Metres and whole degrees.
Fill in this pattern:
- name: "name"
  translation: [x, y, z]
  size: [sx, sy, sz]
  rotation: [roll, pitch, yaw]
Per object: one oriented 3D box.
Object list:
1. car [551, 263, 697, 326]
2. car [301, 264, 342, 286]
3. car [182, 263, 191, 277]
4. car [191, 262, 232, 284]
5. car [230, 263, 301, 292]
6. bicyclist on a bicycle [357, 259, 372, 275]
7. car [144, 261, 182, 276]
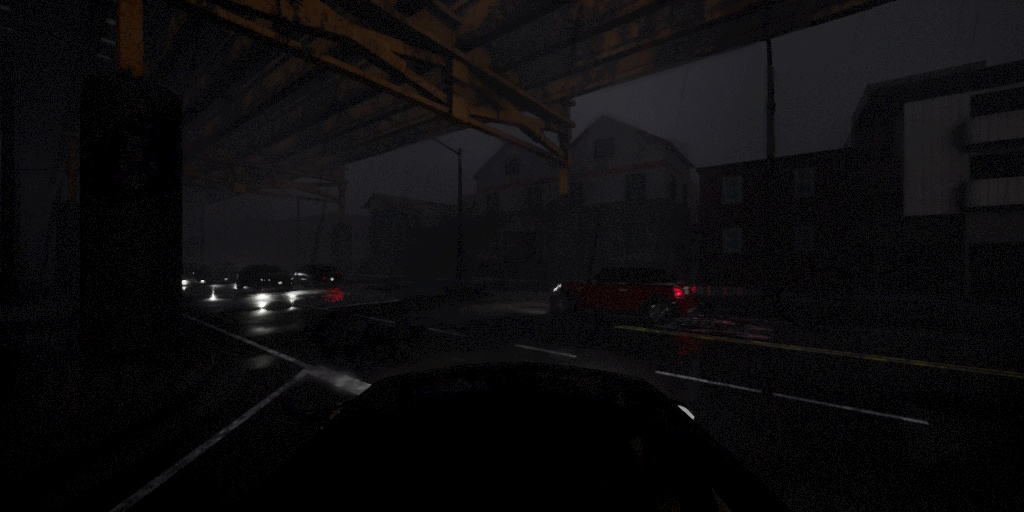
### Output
- name: "car"
  translation: [3.573, 1.110, 12.053]
  size: [4.553, 1.767, 2.097]
  rotation: [0, 0, 37]
- name: "car"
  translation: [-13.930, 1.275, 25.420]
  size: [4.892, 1.490, 1.837]
  rotation: [0, 0, 38]
- name: "car"
  translation: [-29.582, 1.341, 32.723]
  size: [4.181, 1.385, 1.994]
  rotation: [0, 0, 37]
- name: "car"
  translation: [-22.469, 1.373, 27.342]
  size: [4.718, 1.301, 1.895]
  rotation: [0, 0, 38]
- name: "car"
  translation: [-14.883, 1.273, 21.529]
  size: [4.892, 1.490, 1.837]
  rotation: [0, 0, 38]
- name: "bicyclist on a bicycle"
  translation: [-14.369, 1.082, 34.956]
  size: [0.582, 1.620, 1.656]
  rotation: [0, 0, 37]
- name: "car"
  translation: [-36.735, 1.285, 37.732]
  size: [4.892, 1.490, 1.837]
  rotation: [0, 0, 33]
